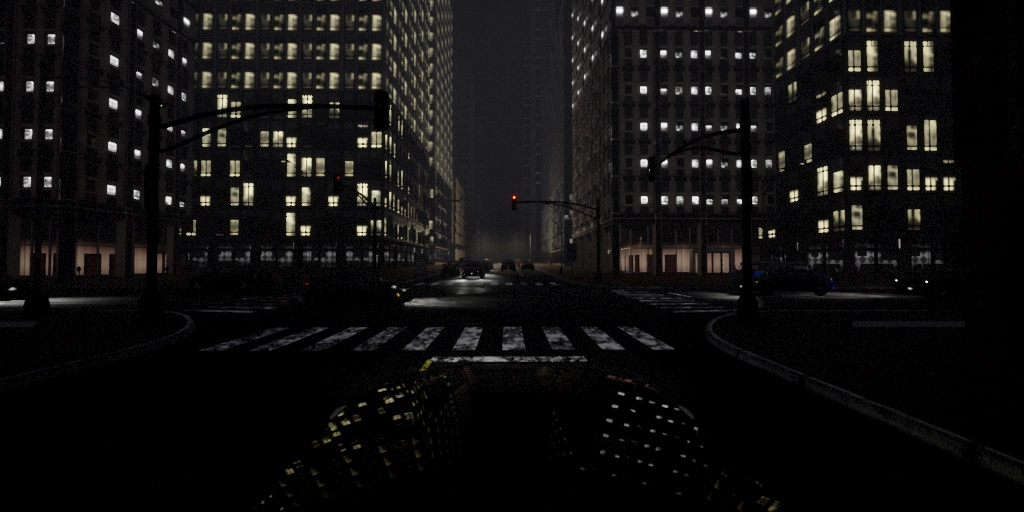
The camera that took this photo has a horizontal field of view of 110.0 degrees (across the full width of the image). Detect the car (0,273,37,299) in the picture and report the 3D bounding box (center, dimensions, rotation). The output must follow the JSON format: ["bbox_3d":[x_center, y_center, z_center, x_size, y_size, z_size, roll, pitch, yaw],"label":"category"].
[{"bbox_3d":[-23.727,1.255,15.603,4.181,1.385,1.994,0,-1,-1],"label":"car"}]

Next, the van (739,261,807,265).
[{"bbox_3d":[15.730,1.210,21.787,3.998,1.789,1.690,0,0,-1],"label":"van"}]

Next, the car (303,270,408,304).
[{"bbox_3d":[-6.761,1.314,15.757,4.181,1.385,1.994,0,0,-1],"label":"car"}]

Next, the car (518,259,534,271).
[{"bbox_3d":[2.101,1.349,48.339,1.802,1.307,4.207,0,0,-1],"label":"car"}]

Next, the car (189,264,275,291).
[{"bbox_3d":[-16.742,1.255,21.448,4.097,1.591,1.967,0,0,-1],"label":"car"}]

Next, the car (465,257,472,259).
[{"bbox_3d":[-6.278,1.081,48.170,2.192,1.841,5.009,0,0,-1],"label":"car"}]

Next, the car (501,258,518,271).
[{"bbox_3d":[-0.496,1.258,48.720,2.128,1.511,4.902,0,0,-1],"label":"car"}]

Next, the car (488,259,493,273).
[{"bbox_3d":[-3.625,1.366,43.424,1.895,1.301,4.718,0,0,-1],"label":"car"}]

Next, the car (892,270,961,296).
[{"bbox_3d":[23.580,1.434,19.289,4.718,1.301,1.895,0,-1,-1],"label":"car"}]

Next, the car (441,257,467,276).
[{"bbox_3d":[-6.136,1.202,37.021,1.967,1.591,4.097,0,0,-1],"label":"car"}]

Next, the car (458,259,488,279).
[{"bbox_3d":[-3.498,1.266,33.207,1.837,1.490,4.892,0,0,-1],"label":"car"}]

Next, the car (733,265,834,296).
[{"bbox_3d":[14.536,1.341,19.192,4.674,1.442,1.812,0,-1,-2],"label":"car"}]
